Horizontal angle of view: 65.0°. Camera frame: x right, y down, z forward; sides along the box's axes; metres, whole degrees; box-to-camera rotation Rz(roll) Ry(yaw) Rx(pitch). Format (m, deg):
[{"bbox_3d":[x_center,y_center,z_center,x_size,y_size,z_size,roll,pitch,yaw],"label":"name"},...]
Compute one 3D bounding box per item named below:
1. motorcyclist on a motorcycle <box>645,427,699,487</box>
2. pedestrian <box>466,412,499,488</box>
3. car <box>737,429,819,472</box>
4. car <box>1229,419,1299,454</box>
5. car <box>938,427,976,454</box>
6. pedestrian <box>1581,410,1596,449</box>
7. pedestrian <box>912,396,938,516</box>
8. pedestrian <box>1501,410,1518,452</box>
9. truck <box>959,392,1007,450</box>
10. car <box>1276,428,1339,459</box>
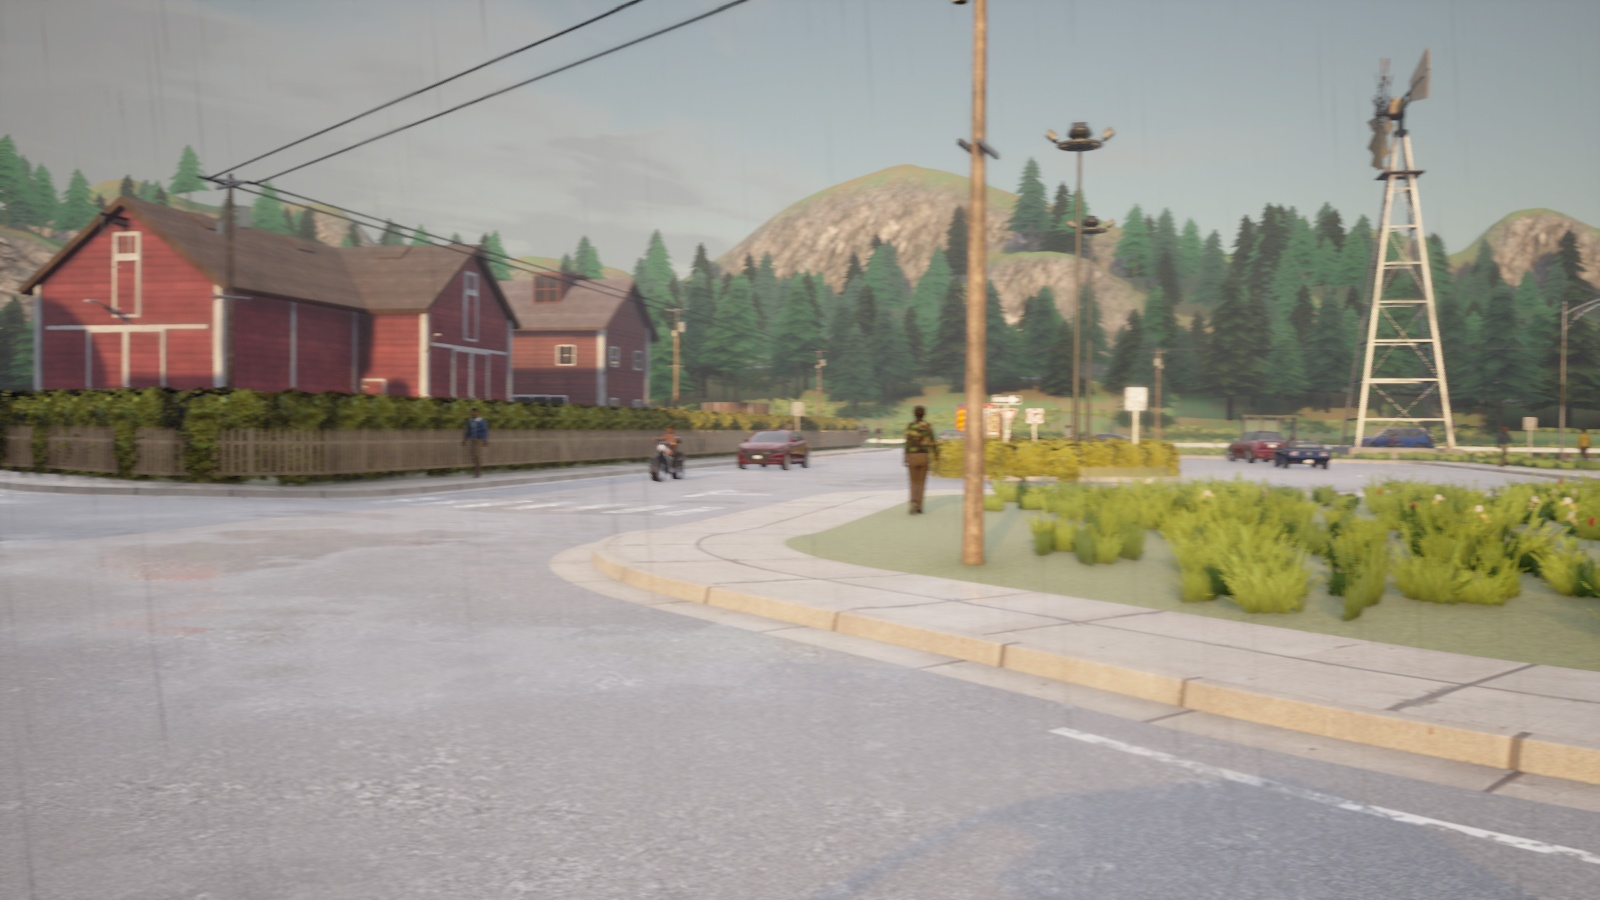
[{"bbox_3d":[-3.635,0.176,35.944,0.766,1.649,2.350,0,1,14],"label":"motorcyclist on a motorcycle"},{"bbox_3d":[-8.210,-0.011,32.481,0.423,1.949,0.788,0,1,20],"label":"pedestrian"},{"bbox_3d":[-0.773,-0.030,47.704,1.882,1.535,5.008,0,1,14],"label":"car"},{"bbox_3d":[24.326,-0.728,66.026,2.097,1.767,4.553,-1,1,1],"label":"car"},{"bbox_3d":[9.327,-0.596,74.401,1.789,1.549,3.705,0,1,14],"label":"car"},{"bbox_3d":[37.555,-0.960,59.809,0.431,1.840,0.709,0,1,16],"label":"pedestrian"},{"bbox_3d":[2.057,0.086,20.587,0.395,1.930,0.692,0,1,6],"label":"pedestrian"},{"bbox_3d":[31.436,-0.830,55.630,0.370,1.835,0.726,-1,1,4],"label":"pedestrian"},{"bbox_3d":[12.836,-2.003,87.530,2.891,3.827,8.468,-1,1,11],"label":"truck"},{"bbox_3d":[22.725,-0.302,56.380,1.895,1.301,4.718,0,1,13],"label":"car"}]
